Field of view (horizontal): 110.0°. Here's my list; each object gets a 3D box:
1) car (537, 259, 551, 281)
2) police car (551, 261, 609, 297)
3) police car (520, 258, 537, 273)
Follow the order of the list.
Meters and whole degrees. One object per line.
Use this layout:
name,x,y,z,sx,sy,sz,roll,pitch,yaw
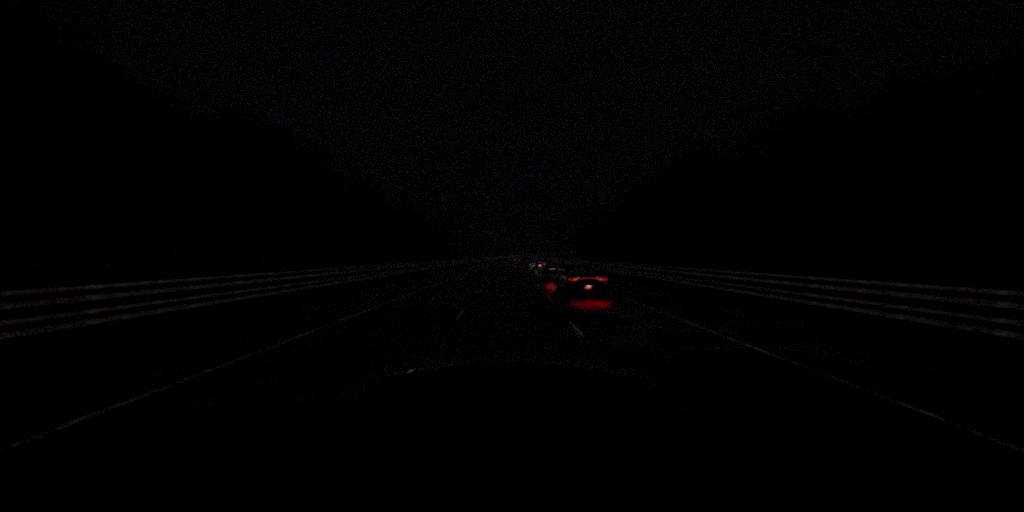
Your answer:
car,3.495,1.191,29.781,2.128,1.511,4.902,0,0,0
police car,3.498,1.225,18.776,2.038,1.542,4.974,0,0,0
police car,2.980,1.183,41.676,2.038,1.542,4.974,-1,0,-16
